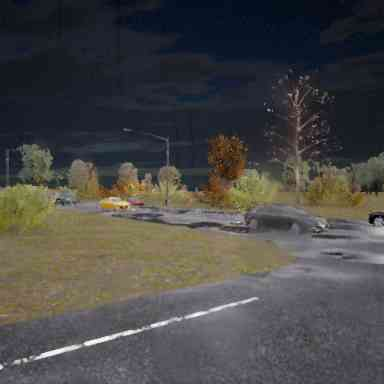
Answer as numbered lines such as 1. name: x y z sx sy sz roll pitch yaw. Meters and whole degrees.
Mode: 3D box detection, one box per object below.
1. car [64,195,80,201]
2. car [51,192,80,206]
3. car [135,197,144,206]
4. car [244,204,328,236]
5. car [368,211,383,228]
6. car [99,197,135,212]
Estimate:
1. car: -25.089 1.219 69.612 1.895 1.301 4.718 0 0 -37
2. car: -19.149 0.985 50.266 2.150 2.045 5.566 0 0 -38
3. car: -8.711 1.339 48.120 1.994 1.385 4.181 0 0 -37
4. car: 5.071 1.456 18.487 1.837 1.490 4.892 0 0 -37
5. car: 13.081 1.432 19.508 1.882 1.535 5.008 0 0 -37
6. car: -8.501 1.321 36.297 1.882 1.535 5.008 0 0 -37
